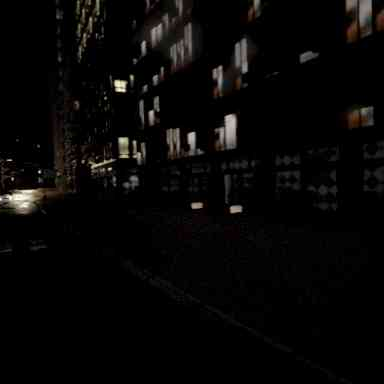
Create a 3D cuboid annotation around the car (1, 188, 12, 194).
[{"bbox_3d":[-36.546,-0.021,65.689,1.812,1.442,4.674,-3,2,-25],"label":"car"}]
